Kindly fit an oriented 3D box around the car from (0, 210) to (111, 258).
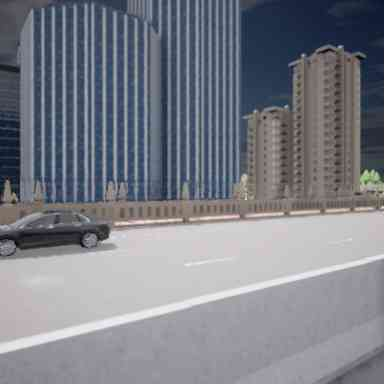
[{"bbox_3d":[-5.618,1.490,12.853,4.892,1.490,1.837,0,0,-35],"label":"car"}]
